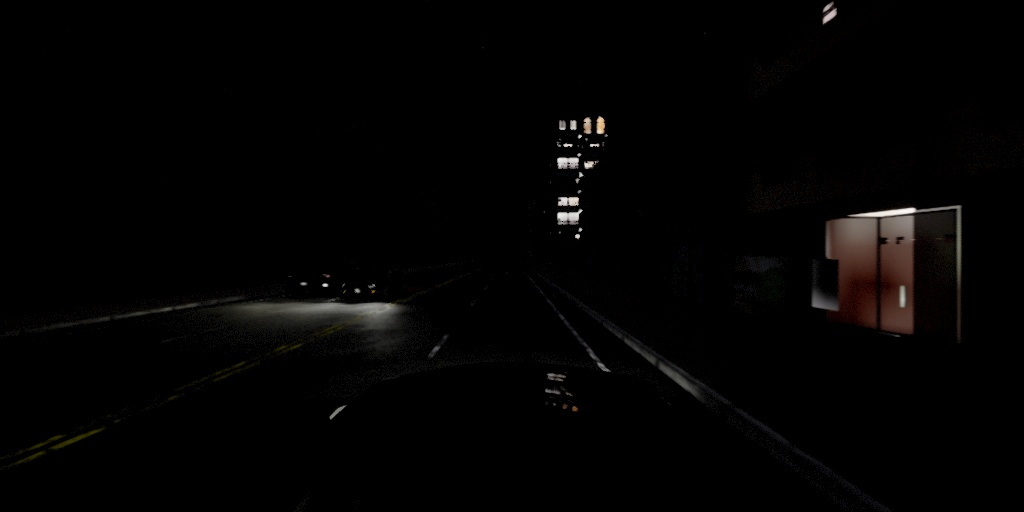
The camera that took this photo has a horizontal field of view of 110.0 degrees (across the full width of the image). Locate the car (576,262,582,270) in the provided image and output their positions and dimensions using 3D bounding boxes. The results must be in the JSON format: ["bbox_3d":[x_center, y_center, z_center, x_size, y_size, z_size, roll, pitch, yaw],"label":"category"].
[{"bbox_3d":[12.221,1.449,54.736,4.892,1.490,1.837,1,0,0],"label":"car"}]

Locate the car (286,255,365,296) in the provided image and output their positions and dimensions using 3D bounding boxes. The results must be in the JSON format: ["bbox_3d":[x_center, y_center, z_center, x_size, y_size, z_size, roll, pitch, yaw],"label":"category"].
[{"bbox_3d":[-9.848,0.964,19.708,2.150,2.045,5.566,0,0,0],"label":"car"}]

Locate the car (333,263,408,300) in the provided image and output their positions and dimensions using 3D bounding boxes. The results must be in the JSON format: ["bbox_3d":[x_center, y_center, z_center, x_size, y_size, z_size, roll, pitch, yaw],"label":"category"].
[{"bbox_3d":[-6.597,1.248,17.727,1.837,1.490,4.892,0,0,0],"label":"car"}]
